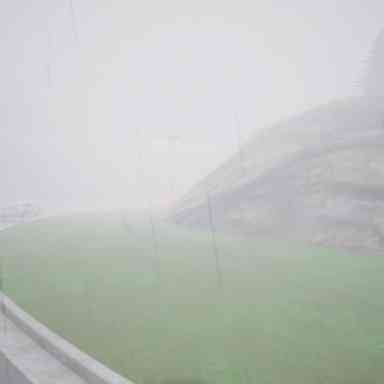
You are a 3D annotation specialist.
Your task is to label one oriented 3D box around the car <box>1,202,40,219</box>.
[{"bbox_3d":[-15.691,1.679,30.547,1.812,1.442,4.674,0,0,-3],"label":"car"}]
